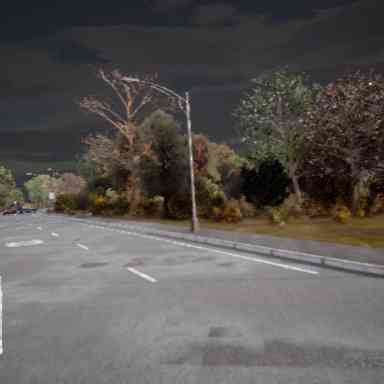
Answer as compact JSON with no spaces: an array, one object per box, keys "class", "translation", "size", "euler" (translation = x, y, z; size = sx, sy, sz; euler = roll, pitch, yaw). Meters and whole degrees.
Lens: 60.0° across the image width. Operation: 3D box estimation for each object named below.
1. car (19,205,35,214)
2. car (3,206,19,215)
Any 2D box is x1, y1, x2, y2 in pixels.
[{"class":"car","translation":[-39.998,4.390,80.351],"size":[1.837,1.490,4.892],"euler":[-3,0,-19]},{"class":"car","translation":[-43.039,4.660,78.534],"size":[1.895,1.301,4.718],"euler":[-3,0,-19]}]
